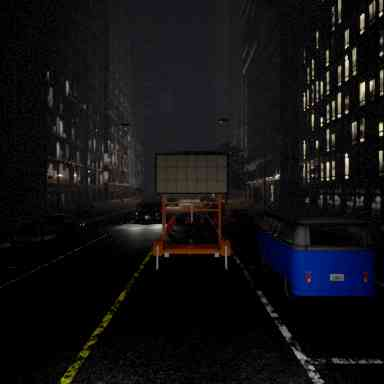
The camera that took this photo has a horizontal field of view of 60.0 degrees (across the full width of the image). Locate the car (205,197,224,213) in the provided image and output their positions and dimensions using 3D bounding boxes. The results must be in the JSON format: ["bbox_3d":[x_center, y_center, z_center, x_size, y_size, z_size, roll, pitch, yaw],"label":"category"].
[{"bbox_3d":[2.669,1.581,36.466,1.802,1.307,4.206,0,0,0],"label":"car"}]

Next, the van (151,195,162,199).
[{"bbox_3d":[-5.721,1.328,53.542,1.690,1.788,3.998,0,0,0],"label":"van"}]

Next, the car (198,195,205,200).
[{"bbox_3d":[2.638,1.462,93.390,1.887,1.381,4.507,0,0,0],"label":"car"}]

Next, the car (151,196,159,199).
[{"bbox_3d":[-5.715,1.548,42.157,2.008,1.369,4.403,0,0,0],"label":"car"}]

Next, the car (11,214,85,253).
[{"bbox_3d":[-5.699,1.581,13.693,1.802,1.307,4.206,0,0,0],"label":"car"}]

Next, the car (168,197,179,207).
[{"bbox_3d":[-3.030,1.516,50.600,1.812,1.442,4.674,0,0,0],"label":"car"}]

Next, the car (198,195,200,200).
[{"bbox_3d":[2.654,1.410,64.928,1.967,1.590,4.097,0,0,0],"label":"car"}]

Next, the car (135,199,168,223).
[{"bbox_3d":[-3.114,1.504,25.344,1.837,1.490,4.892,0,0,0],"label":"car"}]

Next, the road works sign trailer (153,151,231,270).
[{"bbox_3d":[-0.006,0.464,11.021,2.380,3.560,2.880,0,0,0],"label":"road works sign trailer"}]

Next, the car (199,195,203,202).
[{"bbox_3d":[2.660,1.538,53.543,2.008,1.369,4.403,0,0,0],"label":"car"}]

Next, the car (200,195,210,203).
[{"bbox_3d":[2.650,1.401,70.620,1.967,1.590,4.097,0,0,0],"label":"car"}]

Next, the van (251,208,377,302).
[{"bbox_3d":[2.686,1.341,8.004,1.690,1.788,3.998,0,0,0],"label":"van"}]

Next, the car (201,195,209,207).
[{"bbox_3d":[2.663,1.544,47.850,2.008,1.369,4.403,0,0,0],"label":"car"}]

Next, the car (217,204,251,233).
[{"bbox_3d":[2.679,1.581,19.388,1.802,1.307,4.206,0,0,0],"label":"car"}]
